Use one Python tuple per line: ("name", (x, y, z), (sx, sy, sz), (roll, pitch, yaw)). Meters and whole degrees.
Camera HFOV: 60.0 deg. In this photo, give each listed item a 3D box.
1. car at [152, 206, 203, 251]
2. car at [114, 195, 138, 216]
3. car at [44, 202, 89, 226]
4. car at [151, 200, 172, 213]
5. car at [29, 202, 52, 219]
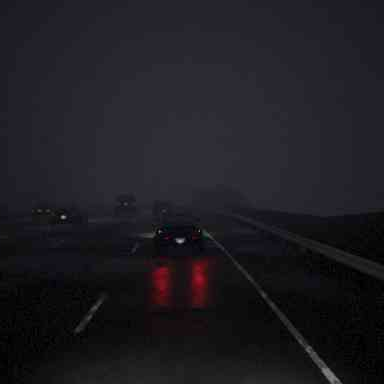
("car", (-0.593, 1.551, 14.087), (1.812, 1.442, 4.674), (0, 0, -4))
("car", (-6.741, 1.290, 34.065), (2.150, 2.045, 5.566), (0, 0, -11))
("car", (-8.651, 1.617, 23.688), (1.994, 1.385, 4.181), (0, 0, -7))
("car", (-2.988, 1.553, 32.841), (2.128, 1.511, 4.902), (0, 0, -10))
("car", (-13.152, 1.619, 30.291), (2.033, 1.411, 5.357), (0, 0, -10))
